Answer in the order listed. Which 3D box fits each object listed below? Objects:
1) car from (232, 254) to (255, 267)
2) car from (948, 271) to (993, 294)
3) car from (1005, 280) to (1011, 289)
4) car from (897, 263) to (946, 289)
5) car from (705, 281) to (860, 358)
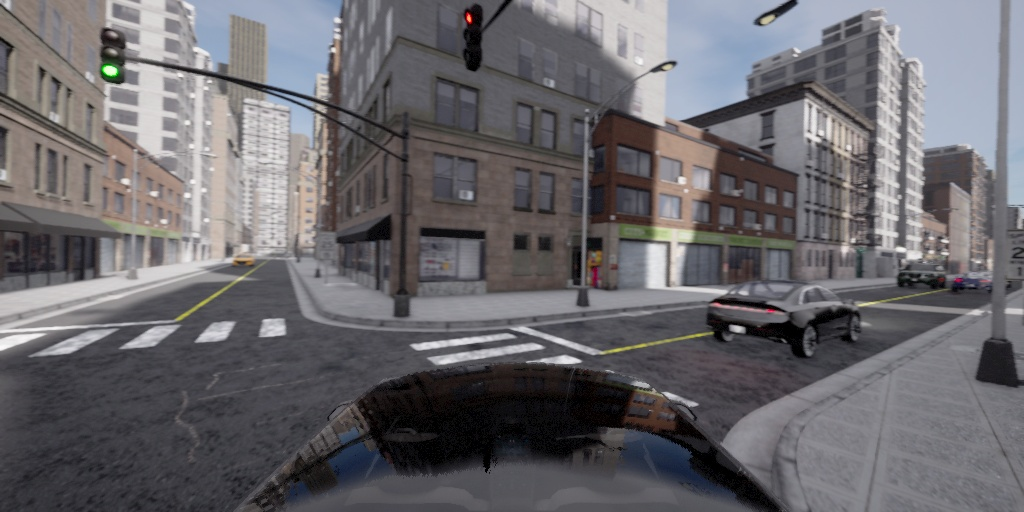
[{"bbox_3d":[-32.110,0.472,42.949,1.882,1.535,5.008,1,0,-33],"label":"car"},{"bbox_3d":[33.872,1.924,26.183,4.674,1.442,1.812,1,0,-32],"label":"car"},{"bbox_3d":[42.511,2.051,31.793,5.008,1.535,1.882,1,0,-32],"label":"car"},{"bbox_3d":[34.821,1.633,30.429,5.566,2.045,2.150,1,0,-33],"label":"car"},{"bbox_3d":[6.772,1.361,8.832,4.902,1.511,2.128,1,0,-33],"label":"car"}]
